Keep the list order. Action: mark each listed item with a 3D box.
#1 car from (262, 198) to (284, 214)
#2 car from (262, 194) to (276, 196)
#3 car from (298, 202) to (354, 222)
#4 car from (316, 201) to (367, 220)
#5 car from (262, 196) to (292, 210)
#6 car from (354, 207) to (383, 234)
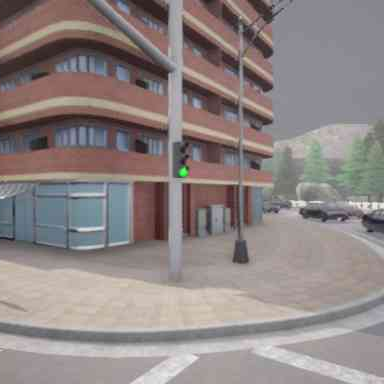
[{"bbox_3d":[7.793,1.673,37.042,1.994,1.385,4.181,0,0,-24],"label":"car"},{"bbox_3d":[10.863,1.381,51.906,2.150,2.045,5.566,0,0,-40],"label":"car"},{"bbox_3d":[10.645,1.629,27.385,2.033,1.411,5.357,0,0,-7],"label":"car"},{"bbox_3d":[13.516,1.620,30.393,1.812,1.442,4.674,0,0,-13],"label":"car"},{"bbox_3d":[11.305,1.643,45.211,1.837,1.490,4.892,0,0,-32],"label":"car"},{"bbox_3d":[10.555,1.597,17.311,2.033,1.411,5.357,0,0,8],"label":"car"}]
